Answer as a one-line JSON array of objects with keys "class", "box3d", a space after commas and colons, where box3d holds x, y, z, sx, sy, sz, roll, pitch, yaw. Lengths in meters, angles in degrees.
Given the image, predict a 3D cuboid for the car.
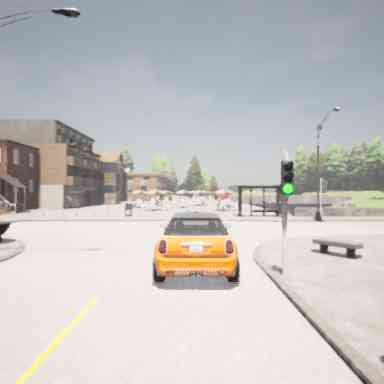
[{"class": "car", "box3d": [0.112, 1.349, 9.853, 2.097, 1.767, 4.553, 0, 0, 0]}]
